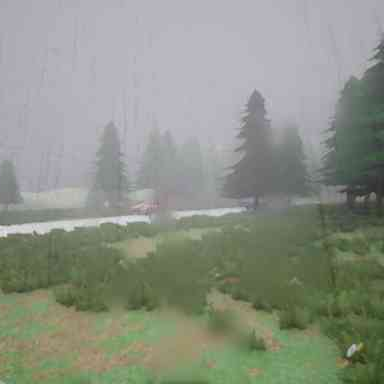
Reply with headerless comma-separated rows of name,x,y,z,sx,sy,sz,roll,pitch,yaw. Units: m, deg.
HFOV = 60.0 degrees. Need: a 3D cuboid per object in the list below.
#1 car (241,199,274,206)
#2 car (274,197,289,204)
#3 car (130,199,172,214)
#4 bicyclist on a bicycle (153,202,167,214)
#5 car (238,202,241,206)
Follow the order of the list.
car,8.969,1.706,45.366,1.895,1.301,4.718,0,0,35
car,14.599,1.582,53.499,1.882,1.535,5.008,0,0,35
car,-3.967,1.451,32.705,2.097,1.767,4.553,0,0,35
bicyclist on a bicycle,-2.260,1.554,23.556,1.656,1.620,0.582,-1,-1,35
car,8.844,1.699,50.859,1.895,1.301,4.718,0,0,35
